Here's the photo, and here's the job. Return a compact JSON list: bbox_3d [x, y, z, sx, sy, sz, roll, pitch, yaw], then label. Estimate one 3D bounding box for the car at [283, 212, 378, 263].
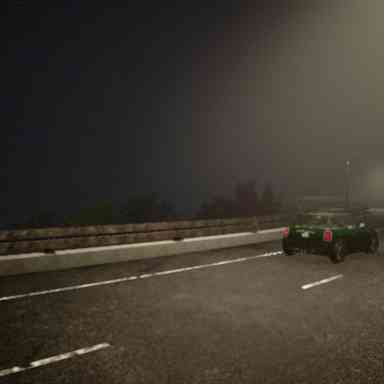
[{"bbox_3d":[5.610,1.594,13.254,4.553,1.767,2.097,1,-1,-42],"label":"car"}]
